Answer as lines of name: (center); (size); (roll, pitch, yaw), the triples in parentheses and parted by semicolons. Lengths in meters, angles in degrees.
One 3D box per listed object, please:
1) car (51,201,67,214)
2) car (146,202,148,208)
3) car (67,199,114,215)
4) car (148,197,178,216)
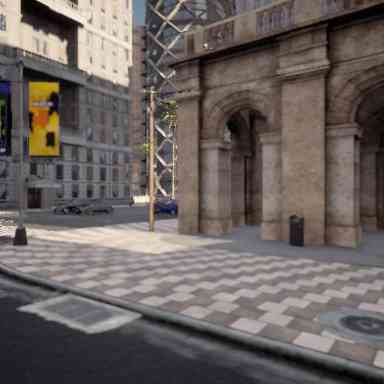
car: (-12.809, 1.524, 35.992); (2.128, 1.511, 4.902); (0, 0, 35)
car: (-4.498, 1.511, 47.638); (1.882, 1.535, 5.008); (0, 0, 36)
car: (-10.038, 1.594, 33.852); (1.994, 1.385, 4.181); (0, 0, 35)
car: (-1.720, 1.499, 33.182); (1.882, 1.535, 5.008); (0, 0, 35)
